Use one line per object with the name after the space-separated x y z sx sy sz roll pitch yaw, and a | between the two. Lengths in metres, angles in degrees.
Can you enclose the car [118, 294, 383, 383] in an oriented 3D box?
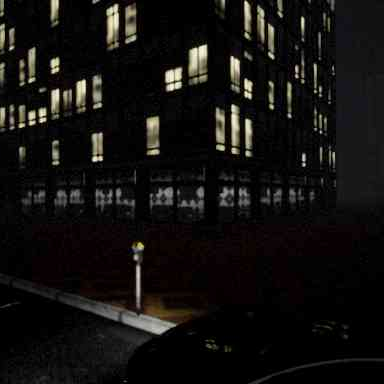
1.561 1.504 2.139 4.892 1.490 1.837 -1 0 37 | car
